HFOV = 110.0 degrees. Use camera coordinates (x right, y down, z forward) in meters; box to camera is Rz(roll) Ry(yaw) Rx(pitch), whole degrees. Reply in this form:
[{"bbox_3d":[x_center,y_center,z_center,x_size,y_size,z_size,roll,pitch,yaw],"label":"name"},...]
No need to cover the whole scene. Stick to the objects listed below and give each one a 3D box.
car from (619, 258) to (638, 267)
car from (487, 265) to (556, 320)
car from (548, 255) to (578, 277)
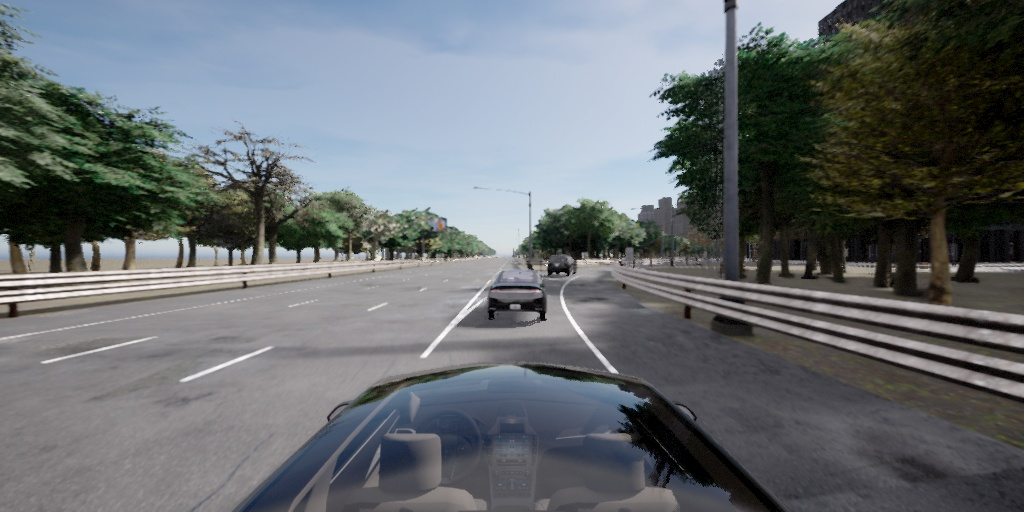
[{"bbox_3d":[20.147,1.160,61.871,1.837,1.490,4.892,-1,-1,40],"label":"car"},{"bbox_3d":[0.274,1.230,12.635,2.128,1.511,4.902,0,0,4],"label":"car"},{"bbox_3d":[5.111,0.964,35.890,2.150,2.045,5.566,0,0,20],"label":"car"}]
